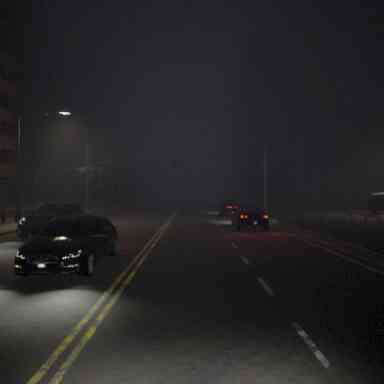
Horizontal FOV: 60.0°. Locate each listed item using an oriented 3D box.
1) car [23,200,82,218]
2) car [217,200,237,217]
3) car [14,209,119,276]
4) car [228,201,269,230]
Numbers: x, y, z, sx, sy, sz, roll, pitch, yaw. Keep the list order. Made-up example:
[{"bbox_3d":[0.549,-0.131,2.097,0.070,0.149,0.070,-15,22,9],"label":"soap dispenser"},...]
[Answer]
[{"bbox_3d":[-7.065,1.347,17.265,2.097,1.767,4.553,0,0,0],"label":"car"},{"bbox_3d":[3.504,1.495,31.000,1.837,1.490,4.892,0,0,0],"label":"car"},{"bbox_3d":[-3.589,1.502,10.361,1.837,1.490,4.892,0,0,0],"label":"car"},{"bbox_3d":[3.549,1.519,20.762,1.812,1.442,4.674,0,0,1],"label":"car"}]
